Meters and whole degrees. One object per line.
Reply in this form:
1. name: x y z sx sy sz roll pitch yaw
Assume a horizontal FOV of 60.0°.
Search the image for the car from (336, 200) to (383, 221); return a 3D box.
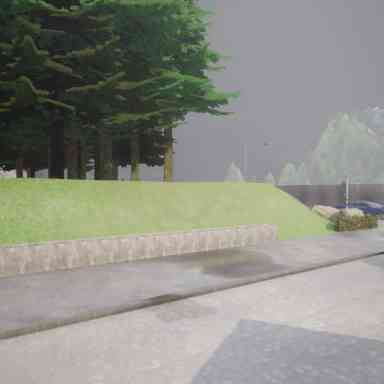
1. car: 14.480 1.478 27.620 1.882 1.535 5.008 0 0 -34
